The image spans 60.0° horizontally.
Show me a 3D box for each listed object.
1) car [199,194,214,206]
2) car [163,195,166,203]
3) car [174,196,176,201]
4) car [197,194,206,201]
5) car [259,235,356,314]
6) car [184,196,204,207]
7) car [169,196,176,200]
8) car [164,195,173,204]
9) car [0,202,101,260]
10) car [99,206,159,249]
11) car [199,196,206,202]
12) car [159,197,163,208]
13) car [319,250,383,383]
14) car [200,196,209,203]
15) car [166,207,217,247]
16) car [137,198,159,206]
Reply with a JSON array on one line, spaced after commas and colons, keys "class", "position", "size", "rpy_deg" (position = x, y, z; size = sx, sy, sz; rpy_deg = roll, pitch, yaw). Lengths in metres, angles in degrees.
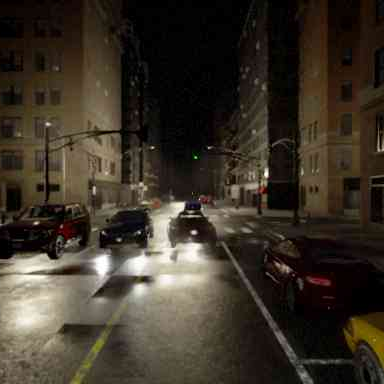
[{"class": "car", "position": [2.626, 1.509, 55.575], "size": [1.967, 1.590, 4.097], "rpy_deg": [0, 0, 0]}, {"class": "car", "position": [-5.398, 1.589, 49.956], "size": [1.752, 1.417, 4.829], "rpy_deg": [0, 0, 0]}, {"class": "car", "position": [-5.406, 1.624, 88.133], "size": [1.752, 1.417, 4.829], "rpy_deg": [0, 0, 0]}, {"class": "car", "position": [2.616, 1.421, 93.755], "size": [2.192, 1.841, 5.009], "rpy_deg": [0, 0, 0]}, {"class": "car", "position": [2.637, 1.592, 7.335], "size": [1.802, 1.307, 4.206], "rpy_deg": [0, 0, 0]}, {"class": "car", "position": [0.090, 1.528, 38.623], "size": [1.882, 1.535, 5.008], "rpy_deg": [0, 0, 0]}, {"class": "car", "position": [-5.408, 1.688, 93.756], "size": [1.802, 1.307, 4.206], "rpy_deg": [0, 0, 0]}, {"class": "car", "position": [-5.401, 1.645, 66.488], "size": [1.947, 1.339, 4.313], "rpy_deg": [0, 0, 0]}, {"class": "car", "position": [-5.389, 1.332, 12.755], "size": [2.192, 1.841, 5.009], "rpy_deg": [0, 0, 0]}, {"class": "car", "position": [-2.752, 1.546, 14.895], "size": [1.812, 1.442, 4.674], "rpy_deg": [0, 0, 0]}, {"class": "car", "position": [2.620, 1.618, 83.016], "size": [1.752, 1.417, 4.829], "rpy_deg": [0, 0, 0]}, {"class": "car", "position": [-5.397, 1.603, 44.672], "size": [1.887, 1.381, 4.507], "rpy_deg": [0, 0, 0]}, {"class": "car", "position": [2.638, 1.528, 2.092], "size": [1.752, 1.417, 4.829], "rpy_deg": [0, 0, 0]}, {"class": "car", "position": [2.622, 1.628, 71.938], "size": [1.887, 1.381, 4.507], "rpy_deg": [0, 0, 0]}, {"class": "car", "position": [-0.120, 1.584, 15.238], "size": [1.994, 1.385, 4.181], "rpy_deg": [0, 0, -6]}, {"class": "car", "position": [-5.395, 1.603, 39.218], "size": [2.008, 1.369, 4.403], "rpy_deg": [0, 0, 0]}]
